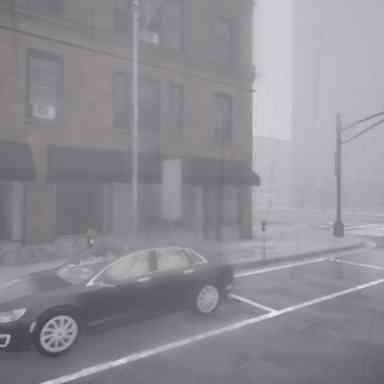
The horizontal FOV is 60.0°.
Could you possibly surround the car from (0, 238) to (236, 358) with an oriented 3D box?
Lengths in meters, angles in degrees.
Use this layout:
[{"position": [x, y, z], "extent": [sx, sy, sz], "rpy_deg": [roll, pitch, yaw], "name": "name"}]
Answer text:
[{"position": [-1.183, 1.564, 5.927], "extent": [4.403, 1.369, 2.008], "rpy_deg": [0, 0, -36], "name": "car"}]
